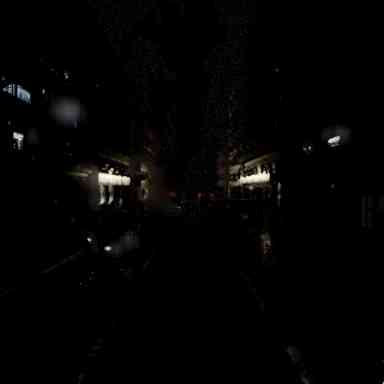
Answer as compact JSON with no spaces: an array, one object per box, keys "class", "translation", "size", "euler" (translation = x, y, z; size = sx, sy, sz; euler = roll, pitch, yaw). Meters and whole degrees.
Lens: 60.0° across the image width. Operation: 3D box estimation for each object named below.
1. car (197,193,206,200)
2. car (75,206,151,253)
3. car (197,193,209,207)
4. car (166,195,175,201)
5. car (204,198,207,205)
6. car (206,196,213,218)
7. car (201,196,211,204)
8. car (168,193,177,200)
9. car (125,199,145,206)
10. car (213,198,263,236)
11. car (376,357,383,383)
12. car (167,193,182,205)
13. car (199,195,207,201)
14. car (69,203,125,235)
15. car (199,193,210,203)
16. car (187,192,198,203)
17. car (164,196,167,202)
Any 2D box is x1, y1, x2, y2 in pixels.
[{"class":"car","translation":[2.622,1.231,91.957],"size":[2.192,1.841,5.009],"euler":[-1,0,0]},{"class":"car","translation":[-2.840,1.531,13.928],"size":[2.033,1.411,5.357],"euler":[0,0,0]},{"class":"car","translation":[2.301,1.303,50.935],"size":[2.097,1.767,4.553],"euler":[0,0,0]},{"class":"car","translation":[-5.264,1.469,80.725],"size":[1.887,1.381,4.507],"euler":[-1,0,0]},{"class":"car","translation":[2.583,1.544,35.314],"size":[1.802,1.307,4.206],"euler":[-1,0,0]},{"class":"car","translation":[2.581,1.407,29.649],"size":[1.967,1.590,4.097],"euler":[-1,0,0]},{"class":"car","translation":[2.604,1.519,63.635],"size":[1.802,1.307,4.206],"euler":[-1,0,0]},{"class":"car","translation":[-5.258,1.232,92.027],"size":[2.192,1.841,5.009],"euler":[-1,0,0]},{"class":"car","translation":[-5.303,1.407,29.864],"size":[1.967,1.590,4.097],"euler":[-1,0,0]},{"class":"car","translation":[2.556,1.293,18.321],"size":[2.192,1.841,5.009],"euler":[-1,0,0]},{"class":"car","translation":[2.524,1.549,1.328],"size":[2.008,1.369,4.403],"euler":[-1,0,0]},{"class":"car","translation":[-2.759,1.447,56.536],"size":[1.837,1.490,4.892],"euler":[0,0,1]},{"class":"car","translation":[2.617,1.506,80.628],"size":[1.802,1.307,4.206],"euler":[-1,0,0]},{"class":"car","translation":[-5.312,1.418,18.561],"size":[1.967,1.590,4.097],"euler":[-1,0,0]},{"class":"car","translation":[2.605,1.247,69.299],"size":[2.192,1.841,5.009],"euler":[-1,0,0]},{"class":"car","translation":[0.052,1.080,68.586],"size":[2.150,2.045,5.566],"euler":[0,0,0]},{"class":"car","translation":[-5.268,1.473,75.073],"size":[1.887,1.381,4.507],"euler":[-1,0,0]}]
